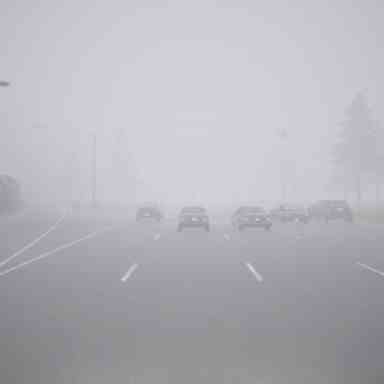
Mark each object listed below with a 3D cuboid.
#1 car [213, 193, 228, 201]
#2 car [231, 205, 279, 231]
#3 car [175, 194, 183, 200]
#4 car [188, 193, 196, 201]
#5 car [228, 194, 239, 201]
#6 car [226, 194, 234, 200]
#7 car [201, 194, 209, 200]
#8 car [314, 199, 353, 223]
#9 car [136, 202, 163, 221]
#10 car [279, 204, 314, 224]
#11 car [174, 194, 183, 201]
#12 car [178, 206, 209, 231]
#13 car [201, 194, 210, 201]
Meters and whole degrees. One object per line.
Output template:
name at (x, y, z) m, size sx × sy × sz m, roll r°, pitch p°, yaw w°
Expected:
car at (6.993, 1.541, 82.010) m, size 2.033 × 1.411 × 5.357 m, roll 0°, pitch 0°, yaw 0°
car at (3.598, 1.550, 20.821) m, size 2.033 × 1.411 × 5.357 m, roll 0°, pitch 0°, yaw 0°
car at (-3.507, 1.382, 92.012) m, size 2.033 × 1.411 × 5.357 m, roll 0°, pitch 0°, yaw 0°
car at (-0.007, 1.227, 82.456) m, size 2.150 × 2.045 × 5.566 m, roll 0°, pitch 0°, yaw 0°
car at (10.493, 1.599, 83.290) m, size 1.895 × 1.301 × 4.718 m, roll 0°, pitch 0°, yaw 0°
car at (10.493, 1.366, 92.014) m, size 1.812 × 1.442 × 4.674 m, roll 0°, pitch 0°, yaw 0°
car at (3.493, 1.368, 92.013) m, size 2.128 × 1.511 × 4.902 m, roll 0°, pitch 0°, yaw 0°
car at (10.597, 1.355, 25.940) m, size 2.097 × 1.767 × 4.553 m, roll 0°, pitch 0°, yaw 0°
car at (-3.402, 1.529, 27.297) m, size 1.812 × 1.442 × 4.674 m, roll 0°, pitch 0°, yaw 0°
car at (7.098, 1.603, 24.763) m, size 1.895 × 1.301 × 4.718 m, roll 0°, pitch 0°, yaw 0°
car at (-3.507, 1.480, 82.426) m, size 1.882 × 1.535 × 5.008 m, roll 0°, pitch 0°, yaw 0°
car at (0.098, 1.550, 20.822) m, size 2.033 × 1.411 × 5.357 m, roll 0°, pitch 0°, yaw 0°
car at (3.493, 1.527, 82.843) m, size 1.812 × 1.442 × 4.674 m, roll 0°, pitch 0°, yaw 0°
